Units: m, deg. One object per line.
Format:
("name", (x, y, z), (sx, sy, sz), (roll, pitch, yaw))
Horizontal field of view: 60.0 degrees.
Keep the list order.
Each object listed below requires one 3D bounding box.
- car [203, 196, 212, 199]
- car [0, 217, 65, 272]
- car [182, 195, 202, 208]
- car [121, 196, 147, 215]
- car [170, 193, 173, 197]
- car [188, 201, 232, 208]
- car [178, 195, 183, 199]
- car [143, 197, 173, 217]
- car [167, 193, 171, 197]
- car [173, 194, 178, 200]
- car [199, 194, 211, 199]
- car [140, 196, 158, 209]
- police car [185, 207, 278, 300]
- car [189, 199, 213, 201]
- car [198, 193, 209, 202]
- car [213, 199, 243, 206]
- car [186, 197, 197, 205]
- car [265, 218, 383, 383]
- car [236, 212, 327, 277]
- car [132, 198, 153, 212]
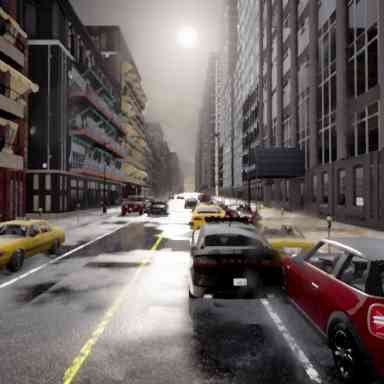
("car", (2.635, 1.511, 39.456), (1.752, 1.417, 4.829), (1, 0, 0))
("car", (-5.697, 1.525, 10.845), (1.752, 1.417, 4.829), (1, 0, 0))
("car", (-0.060, 1.545, 46.054), (1.994, 1.385, 4.181), (0, 0, 0))
("car", (-5.732, 1.304, 33.622), (2.192, 1.841, 5.009), (1, 0, 0))
("car", (-5.801, 1.486, 73.011), (1.752, 1.417, 4.829), (1, 0, 0))
("car", (0.868, 1.475, 18.486), (1.882, 1.535, 5.008), (0, 0, 0))
("car", (-3.156, 1.503, 92.613), (1.994, 1.385, 4.181), (0, 0, 0))
("car", (-3.155, 1.495, 31.753), (1.837, 1.490, 4.892), (0, 0, 0))
("car", (-5.793, 1.510, 67.531), (1.887, 1.381, 4.507), (1, 0, 0))
("car", (-5.827, 1.256, 90.135), (2.192, 1.841, 5.009), (1, 0, 0))
("car", (2.601, 1.285, 61.891), (2.192, 1.841, 5.009), (1, 0, 0))
("car", (-5.753, 1.422, 44.923), (1.967, 1.590, 4.097), (1, 0, 0))
("police car", (0.863, 1.425, 8.593), (1.930, 1.638, 5.238), (0, 0, 0))
("car", (0.858, 1.520, 24.486), (1.812, 1.442, 4.674), (0, 0, 0))
("car", (2.582, 1.275, 73.193), (2.192, 1.841, 5.009), (1, 0, 0))
("car", (2.665, 1.436, 22.329), (1.967, 1.590, 4.097), (1, 0, 0))
("car", (-0.101, 1.573, 59.995), (1.895, 1.301, 4.718), (0, 0, 0))
("car", (2.694, 1.440, 5.377), (1.967, 1.590, 4.097), (1, 0, 0))
("car", (2.683, 1.525, 11.198), (1.752, 1.417, 4.829), (1, 0, 0))
("car", (-5.744, 1.511, 39.103), (1.752, 1.417, 4.829), (1, 0, 0))
